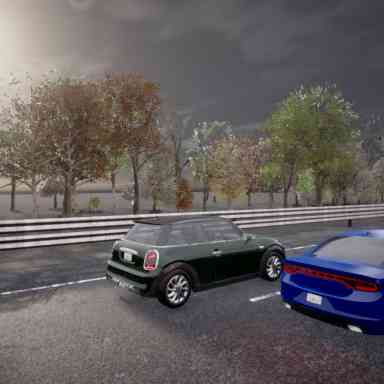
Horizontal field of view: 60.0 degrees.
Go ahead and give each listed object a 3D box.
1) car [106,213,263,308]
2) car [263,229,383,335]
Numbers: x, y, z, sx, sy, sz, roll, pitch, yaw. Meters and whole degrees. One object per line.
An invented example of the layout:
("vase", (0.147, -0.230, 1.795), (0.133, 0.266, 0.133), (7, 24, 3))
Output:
("car", (0.321, 1.352, 8.195), (4.553, 1.767, 2.097), (0, 0, -39))
("car", (3.878, 1.477, 6.509), (5.008, 1.535, 1.882), (0, 0, -35))
